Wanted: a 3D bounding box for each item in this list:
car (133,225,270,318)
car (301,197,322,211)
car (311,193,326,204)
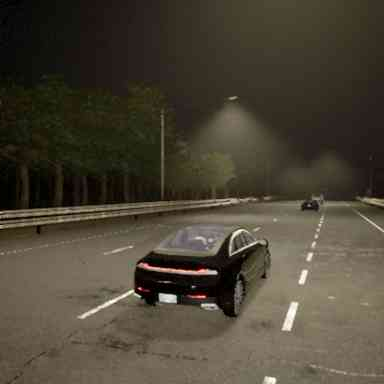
[{"bbox_3d":[0.544,1.509,7.604,2.128,1.511,4.902,0,0,23],"label":"car"},{"bbox_3d":[15.268,1.671,42.947,1.994,1.385,4.181,0,0,23],"label":"car"},{"bbox_3d":[25.484,1.434,67.483,2.150,2.045,5.566,0,0,23],"label":"car"}]
